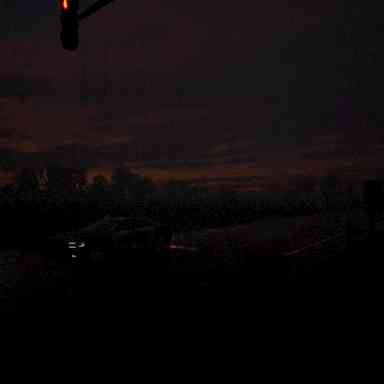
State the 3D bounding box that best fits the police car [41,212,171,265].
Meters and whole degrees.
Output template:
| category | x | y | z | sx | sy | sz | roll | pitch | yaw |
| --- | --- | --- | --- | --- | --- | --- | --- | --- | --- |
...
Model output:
| category | x | y | z | sx | sy | sz | roll | pitch | yaw |
| --- | --- | --- | --- | --- | --- | --- | --- | --- | --- |
| police car | -2.956 | 1.592 | 12.539 | 1.930 | 1.638 | 5.238 | -1 | -2 | 36 |
